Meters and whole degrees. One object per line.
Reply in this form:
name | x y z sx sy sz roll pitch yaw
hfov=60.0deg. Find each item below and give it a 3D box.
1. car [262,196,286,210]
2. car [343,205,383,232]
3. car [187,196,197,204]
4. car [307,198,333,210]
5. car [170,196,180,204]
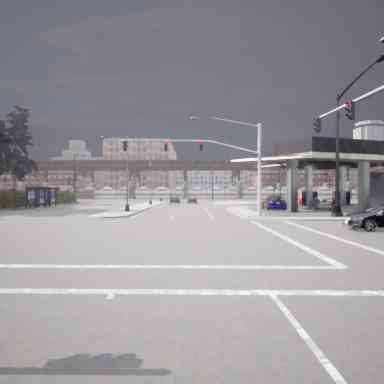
car | 9.733 1.295 39.643 2.242 1.667 4.611 0 0 0
car | 11.445 1.491 19.458 4.902 1.511 2.128 0 0 -1
car | 0.037 1.547 64.324 2.033 1.411 5.357 0 0 0
car | 15.478 1.456 40.402 1.970 1.475 3.806 0 0 0
car | -3.361 1.491 66.247 2.128 1.511 4.902 0 0 0
